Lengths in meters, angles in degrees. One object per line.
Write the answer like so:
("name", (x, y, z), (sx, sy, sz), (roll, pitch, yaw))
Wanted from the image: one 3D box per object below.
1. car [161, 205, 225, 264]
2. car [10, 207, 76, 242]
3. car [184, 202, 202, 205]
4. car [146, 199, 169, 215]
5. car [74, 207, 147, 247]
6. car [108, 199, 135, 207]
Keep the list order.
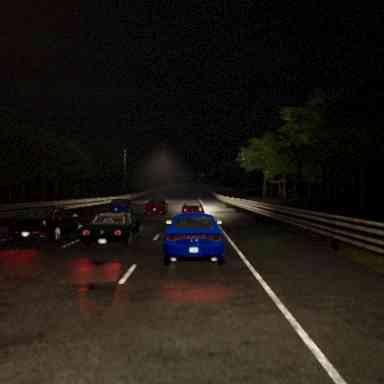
("car", (0.072, 1.468, 11.858), (1.882, 1.535, 5.008), (0, 0, 0))
("car", (-6.915, 1.488, 16.251), (1.837, 1.490, 4.892), (0, 0, 0))
("car", (0.080, 1.544, 29.990), (1.895, 1.301, 4.718), (0, 0, 0))
("car", (-3.414, 1.409, 32.921), (1.882, 1.535, 5.008), (0, 0, 0))
("car", (-3.417, 1.587, 14.956), (1.895, 1.301, 4.718), (0, 0, 0))
("car", (-6.915, 1.410, 32.876), (1.882, 1.535, 5.008), (0, 0, 0))
